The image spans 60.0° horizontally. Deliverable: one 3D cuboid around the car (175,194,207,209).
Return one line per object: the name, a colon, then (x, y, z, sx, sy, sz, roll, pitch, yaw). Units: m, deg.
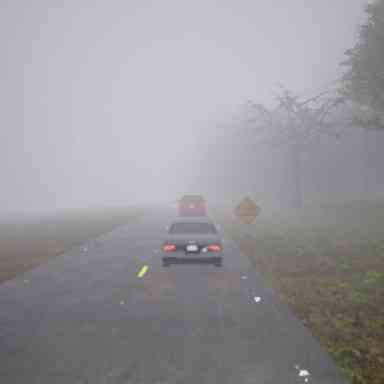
car: (0.031, 1.206, 27.455, 2.150, 2.045, 5.566, 0, 0, 1)

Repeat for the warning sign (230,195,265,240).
warning sign: (2.426, 1.104, 14.595, 1.300, 1.860, 1.060, -1, -1, 0)

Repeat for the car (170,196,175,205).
car: (-2.799, 1.518, 59.446, 2.128, 1.511, 4.902, 0, 0, 0)

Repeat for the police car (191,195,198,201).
police car: (0.826, 1.656, 94.704, 1.930, 1.638, 5.238, 0, -1, 0)

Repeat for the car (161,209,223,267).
car: (0.020, 1.538, 11.364, 2.033, 1.411, 5.357, 0, 0, 0)
